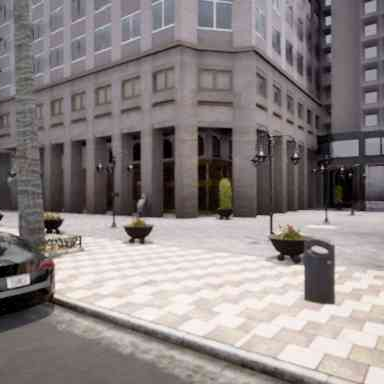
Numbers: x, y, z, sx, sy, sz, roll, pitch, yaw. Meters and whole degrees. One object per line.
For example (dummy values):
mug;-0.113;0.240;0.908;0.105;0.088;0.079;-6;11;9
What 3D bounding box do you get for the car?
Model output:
car;-4.827;1.558;6.938;4.786;1.482;2.161;0;0;35
